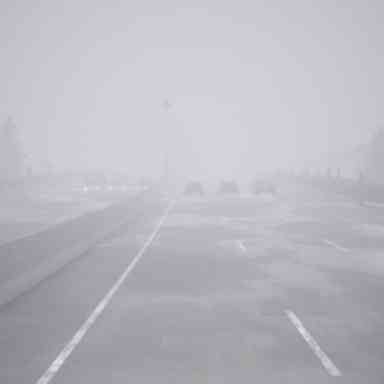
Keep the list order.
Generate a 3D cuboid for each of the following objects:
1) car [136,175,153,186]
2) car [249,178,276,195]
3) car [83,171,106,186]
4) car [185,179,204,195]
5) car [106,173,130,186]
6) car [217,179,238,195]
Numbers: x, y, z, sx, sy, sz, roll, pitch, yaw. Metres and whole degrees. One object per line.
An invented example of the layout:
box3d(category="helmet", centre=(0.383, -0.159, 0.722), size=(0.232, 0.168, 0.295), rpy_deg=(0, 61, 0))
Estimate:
box3d(category="car", centre=(-6.828, -1.757, 47.788), size=(1.882, 1.535, 5.008), rpy_deg=(0, 5, 1))
box3d(category="car", centre=(7.229, -0.692, 34.357), size=(2.097, 1.767, 4.553), rpy_deg=(0, 5, 1))
box3d(category="car", centre=(-13.824, -2.010, 47.760), size=(2.150, 2.045, 5.566), rpy_deg=(0, 6, 1))
box3d(category="car", centre=(0.238, -0.605, 35.029), size=(2.128, 1.511, 4.902), rpy_deg=(0, 5, 1))
box3d(category="car", centre=(-10.328, -1.854, 47.498), size=(2.097, 1.767, 4.553), rpy_deg=(0, 5, 1))
box3d(category="car", centre=(3.738, -0.606, 35.012), size=(2.128, 1.511, 4.902), rpy_deg=(0, 5, 1))
